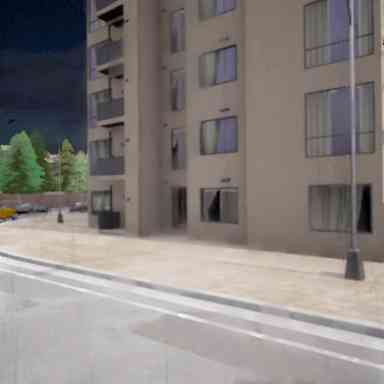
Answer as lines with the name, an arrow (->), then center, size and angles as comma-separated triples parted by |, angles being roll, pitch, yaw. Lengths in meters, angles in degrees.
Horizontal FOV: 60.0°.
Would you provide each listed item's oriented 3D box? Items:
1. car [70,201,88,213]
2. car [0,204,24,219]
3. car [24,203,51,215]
car -> -13.694, 1.922, 43.303 | 1.812, 1.442, 4.674 | -1, 0, 31
car -> -17.567, 1.824, 29.821 | 1.882, 1.535, 5.008 | -1, 0, 1
car -> -19.061, 1.988, 40.012 | 1.994, 1.385, 4.181 | -1, 0, 21
